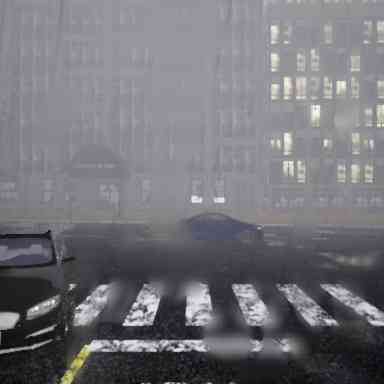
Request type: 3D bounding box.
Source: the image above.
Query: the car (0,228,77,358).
[{"bbox_3d":[-3.292,1.504,6.250,2.128,1.511,4.902,1,0,-20],"label":"car"}]

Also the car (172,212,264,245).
[{"bbox_3d":[1.157,1.618,15.294,4.181,1.385,1.994,0,-1,1],"label":"car"}]
